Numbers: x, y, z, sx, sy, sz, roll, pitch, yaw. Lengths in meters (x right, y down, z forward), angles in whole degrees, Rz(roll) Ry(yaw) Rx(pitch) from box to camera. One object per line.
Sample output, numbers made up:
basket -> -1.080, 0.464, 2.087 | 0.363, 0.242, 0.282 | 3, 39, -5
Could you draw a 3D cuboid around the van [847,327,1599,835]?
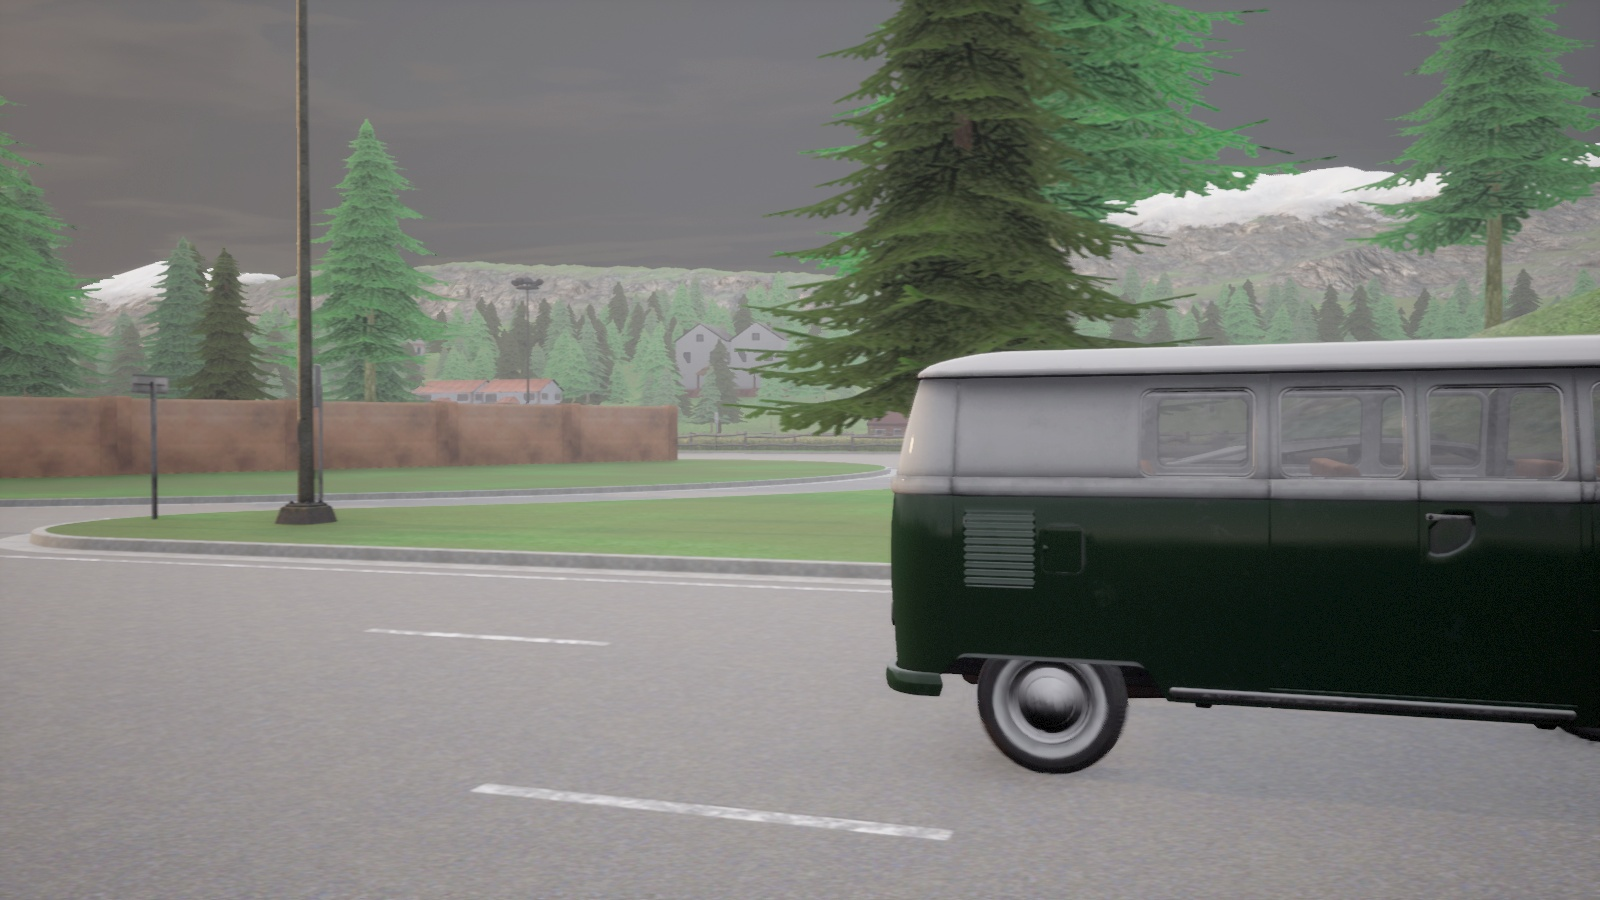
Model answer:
van -> 2.611, 0.494, 6.004 | 4.442, 1.987, 1.775 | 0, 1, 19
